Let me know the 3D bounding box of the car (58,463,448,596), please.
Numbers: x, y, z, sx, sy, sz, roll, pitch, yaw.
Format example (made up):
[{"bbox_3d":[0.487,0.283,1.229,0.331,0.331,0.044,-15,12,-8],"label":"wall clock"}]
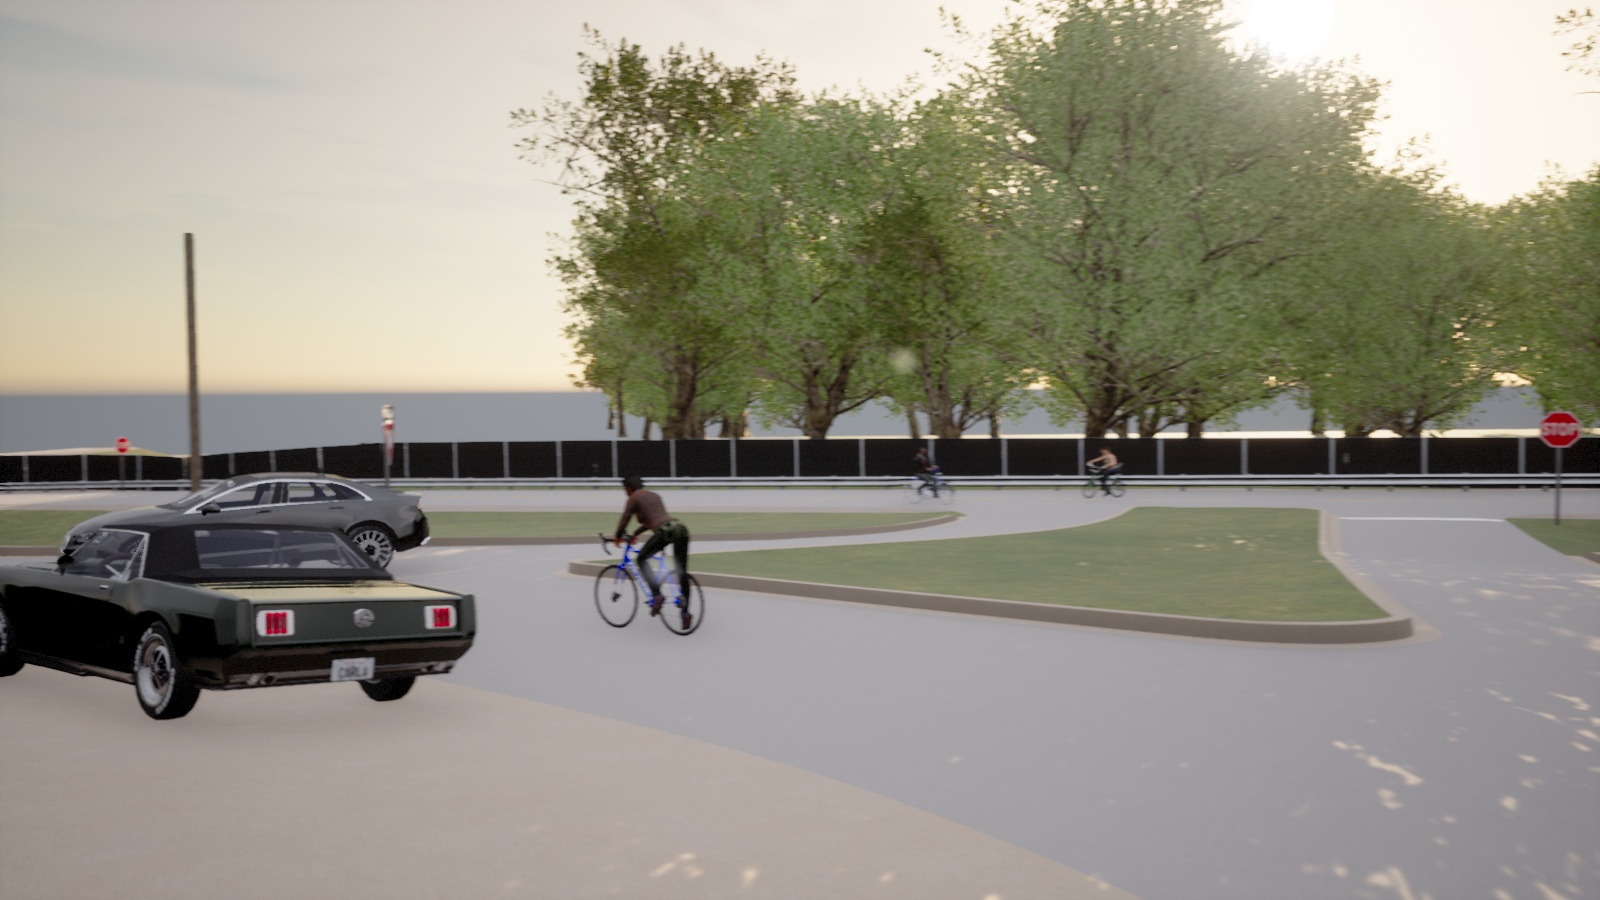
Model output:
[{"bbox_3d":[-7.874,1.040,18.242,4.902,1.511,2.128,-1,2,-32],"label":"car"}]

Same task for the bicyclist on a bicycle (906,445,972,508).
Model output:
[{"bbox_3d":[4.167,0.783,37.605,1.843,1.776,0.659,1,6,43],"label":"bicyclist on a bicycle"}]

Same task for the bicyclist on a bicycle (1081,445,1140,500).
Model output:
[{"bbox_3d":[9.573,0.681,38.683,1.509,1.612,0.866,-2,2,-14],"label":"bicyclist on a bicycle"}]

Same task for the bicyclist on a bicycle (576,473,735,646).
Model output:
[{"bbox_3d":[-1.492,1.066,12.809,1.656,1.620,0.582,-1,2,41],"label":"bicyclist on a bicycle"}]

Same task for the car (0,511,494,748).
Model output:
[{"bbox_3d":[-4.599,1.177,9.550,4.718,1.301,1.895,-1,-5,39],"label":"car"}]
